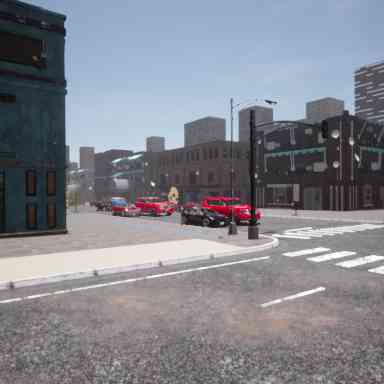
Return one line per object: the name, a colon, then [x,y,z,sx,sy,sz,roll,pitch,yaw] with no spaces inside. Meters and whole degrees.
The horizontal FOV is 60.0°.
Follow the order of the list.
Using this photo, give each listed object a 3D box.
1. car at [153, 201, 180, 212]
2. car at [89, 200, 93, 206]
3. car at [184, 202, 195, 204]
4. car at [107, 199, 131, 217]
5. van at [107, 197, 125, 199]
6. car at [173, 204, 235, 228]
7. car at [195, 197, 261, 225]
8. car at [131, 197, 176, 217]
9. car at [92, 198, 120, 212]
car: [-3.555,1.965,45.434,1.802,1.307,4.206,-2,0,-36]
car: [-19.644,2.227,67.954,1.887,1.381,4.507,-1,0,-36]
car: [-0.338,1.903,40.931,1.802,1.307,4.206,-2,0,-36]
car: [-7.159,1.846,36.057,1.967,1.590,4.097,-1,0,-36]
van: [-13.214,1.906,58.946,1.690,1.788,3.998,-1,0,-36]
car: [0.811,1.814,24.695,1.947,1.339,4.313,-2,0,-36]
car: [2.901,1.445,26.472,2.150,2.045,5.566,-1,0,-34]
car: [-4.211,1.588,36.402,2.150,2.045,5.566,-1,-1,-36]
car: [-12.239,2.019,47.701,1.837,1.490,4.892,-1,1,-35]
